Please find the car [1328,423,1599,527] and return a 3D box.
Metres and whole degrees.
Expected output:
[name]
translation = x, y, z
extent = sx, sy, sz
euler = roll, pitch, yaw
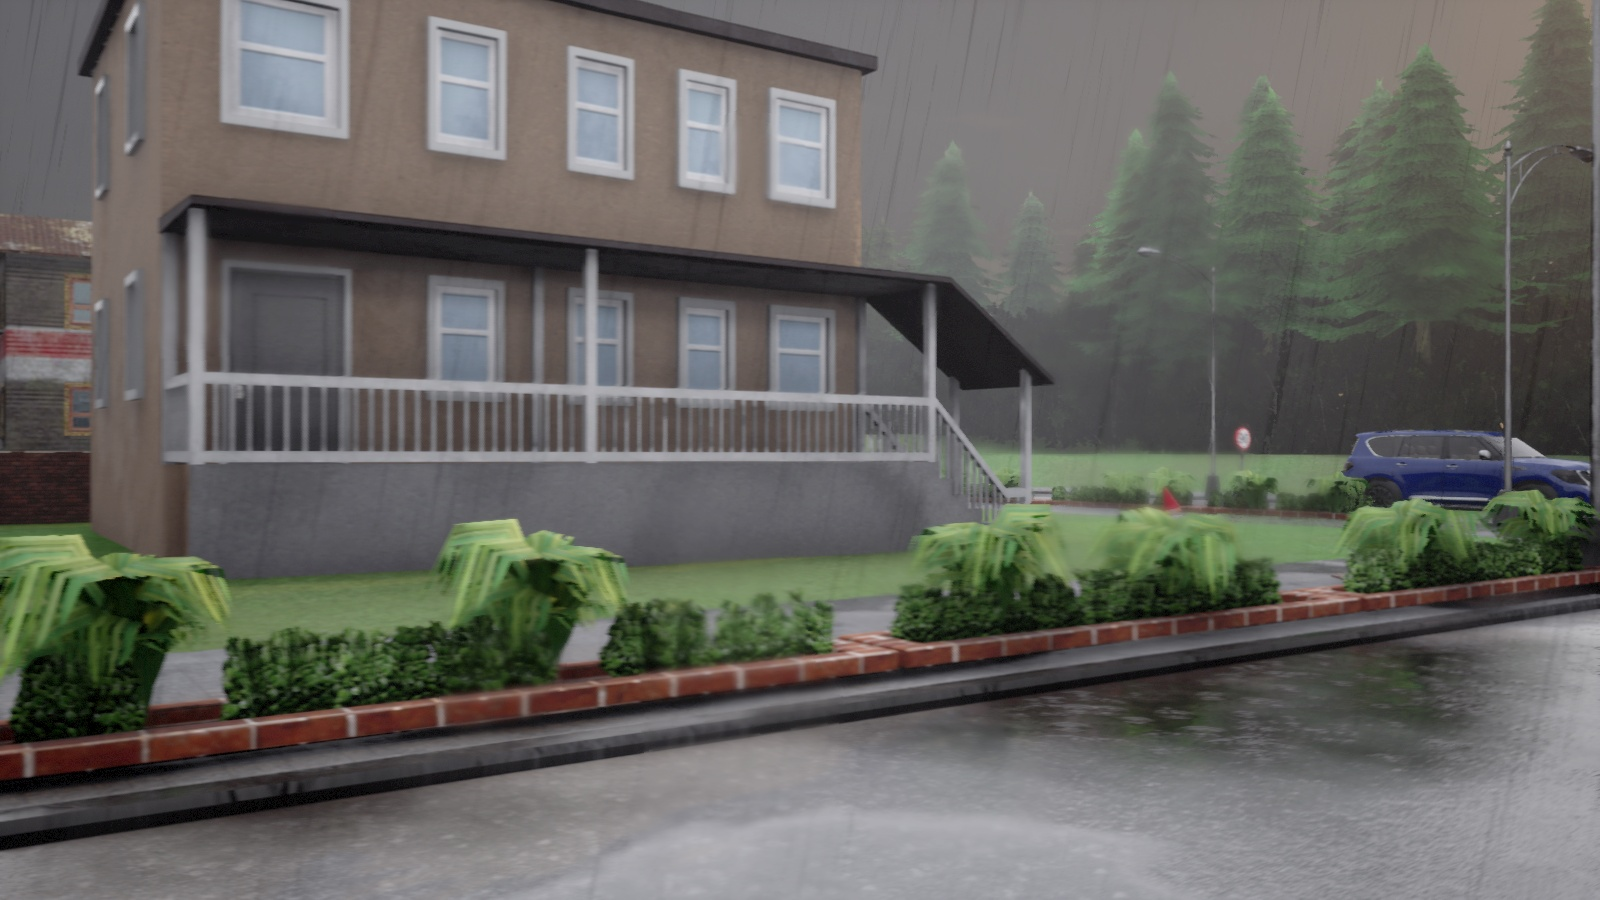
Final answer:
[car]
translation = 14.734, 0.500, 27.477
extent = 2.150, 2.045, 5.566
euler = 0, 0, -35
